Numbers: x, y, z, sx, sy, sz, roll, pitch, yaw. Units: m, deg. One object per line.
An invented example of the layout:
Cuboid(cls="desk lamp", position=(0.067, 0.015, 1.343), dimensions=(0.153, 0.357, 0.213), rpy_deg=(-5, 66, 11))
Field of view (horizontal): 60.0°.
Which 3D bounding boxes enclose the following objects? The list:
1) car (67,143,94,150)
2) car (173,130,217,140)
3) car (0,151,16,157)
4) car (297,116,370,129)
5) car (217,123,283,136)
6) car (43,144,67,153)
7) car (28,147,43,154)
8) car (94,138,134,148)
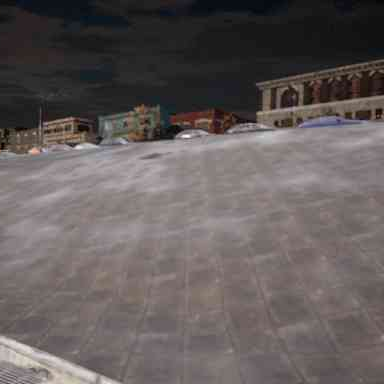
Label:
Cuboid(cls="car", position=(-12.157, -4.980, 38.913), dimensions=(4.674, 1.452, 2.002), rpy_deg=(2, 1, 40))
Cuboid(cls="car", position=(0.484, -4.543, 28.419), dimensions=(4.892, 1.521, 2.231), rpy_deg=(2, 1, 40))
Cuboid(cls="car", position=(-29.242, -5.634, 53.094), dimensions=(4.892, 1.521, 2.231), rpy_deg=(2, 1, 40))
Cuboid(cls="car", position=(9.071, -4.139, 21.449), dimensions=(4.674, 1.452, 2.002), rpy_deg=(3, 2, 38))
Cuboid(cls="car", position=(4.735, -4.370, 24.902), dimensions=(4.892, 1.521, 2.231), rpy_deg=(2, 2, 39))
Cuboid(cls="car", position=(-16.519, -5.308, 42.534), dimensions=(4.553, 1.767, 2.185), rpy_deg=(2, 1, 40))
Cuboid(cls="car", position=(-20.765, -5.463, 46.059), dimensions=(4.553, 1.767, 2.185), rpy_deg=(2, 1, 40))
Cuboid(cls="car", position=(-7.929, -4.987, 35.402), dimensions=(4.553, 1.767, 2.185), rpy_deg=(2, 1, 40))
